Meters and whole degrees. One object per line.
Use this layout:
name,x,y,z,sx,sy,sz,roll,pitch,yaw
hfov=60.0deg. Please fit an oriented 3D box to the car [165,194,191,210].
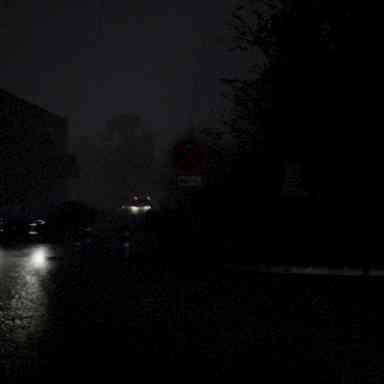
car,-1.652,1.039,37.450,2.231,1.521,4.892,1,1,-10

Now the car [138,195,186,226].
car,-1.389,1.171,20.075,2.097,1.535,5.008,2,0,7

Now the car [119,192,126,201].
car,-11.021,0.776,58.116,2.231,1.521,4.892,0,-1,-39

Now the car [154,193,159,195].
car,-3.054,0.957,43.016,2.097,1.535,5.008,1,0,-18

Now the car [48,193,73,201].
car,-28.594,1.132,72.208,5.008,1.535,2.097,-2,1,24

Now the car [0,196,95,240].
car,-5.938,1.027,14.299,1.882,1.535,5.008,2,0,9

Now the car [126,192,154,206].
car,-6.526,0.756,41.366,2.097,1.767,4.553,1,0,-18

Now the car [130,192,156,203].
car,-7.885,0.796,53.164,2.097,1.535,5.008,0,1,-32

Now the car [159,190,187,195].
car,-0.857,0.883,26.045,2.435,2.045,5.566,2,0,1

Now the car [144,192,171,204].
car,-5.059,0.856,48.239,2.231,1.521,4.892,1,0,-26
